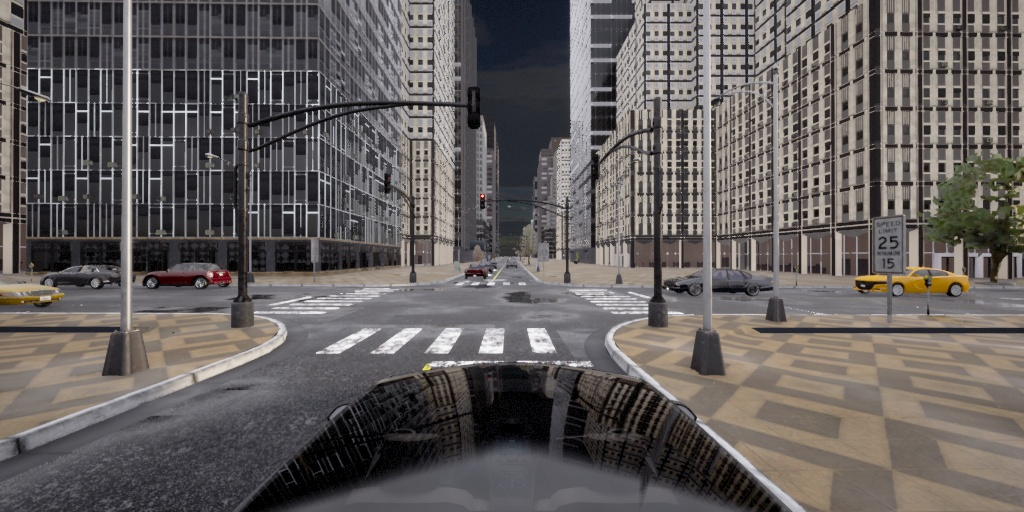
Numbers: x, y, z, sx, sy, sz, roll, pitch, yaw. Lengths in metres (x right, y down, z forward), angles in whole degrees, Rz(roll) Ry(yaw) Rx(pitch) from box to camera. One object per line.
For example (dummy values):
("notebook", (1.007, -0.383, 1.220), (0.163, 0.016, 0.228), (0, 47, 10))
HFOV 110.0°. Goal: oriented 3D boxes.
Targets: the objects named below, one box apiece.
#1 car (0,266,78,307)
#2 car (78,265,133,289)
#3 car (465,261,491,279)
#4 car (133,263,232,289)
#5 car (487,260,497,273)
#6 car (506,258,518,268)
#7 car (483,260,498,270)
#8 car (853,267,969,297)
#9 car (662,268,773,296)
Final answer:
("car", (-18.922, 1.165, 12.639), (4.829, 1.417, 1.751), (0, 0, -1))
("car", (-24.927, 1.189, 21.139), (4.403, 1.370, 2.007), (0, 0, -1))
("car", (-3.154, 1.350, 32.375), (1.895, 1.301, 4.718), (0, 0, -1))
("car", (-19.251, 1.112, 21.273), (4.097, 1.591, 1.967), (0, 0, -1))
("car", (-3.185, 1.295, 43.056), (2.033, 1.411, 5.357), (0, 0, 0))
("car", (-0.023, 1.292, 60.750), (2.033, 1.411, 5.357), (0, 0, 0))
("car", (-3.201, 1.293, 54.569), (2.033, 1.411, 5.357), (0, 0, 0))
("car", (21.346, 1.339, 19.304), (5.008, 1.535, 1.882), (0, 0, -1))
("car", (10.933, 1.362, 19.107), (5.357, 1.411, 2.033), (0, 0, -1))
